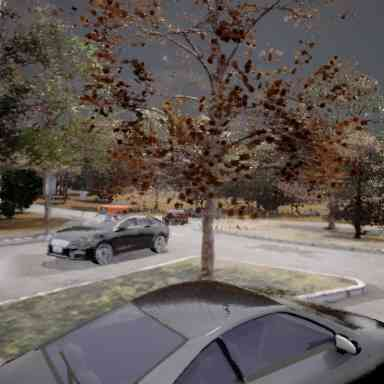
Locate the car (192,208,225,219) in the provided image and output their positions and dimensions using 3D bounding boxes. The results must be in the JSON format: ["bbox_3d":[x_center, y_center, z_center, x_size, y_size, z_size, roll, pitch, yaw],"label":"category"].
[{"bbox_3d":[2.010,2.959,46.364,5.357,1.411,2.033,4,-2,-25],"label":"car"}]

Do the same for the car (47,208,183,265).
[{"bbox_3d":[-2.650,1.487,11.734,2.128,1.511,4.902,2,-1,30],"label":"car"}]

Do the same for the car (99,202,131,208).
[{"bbox_3d":[-10.180,2.071,44.555,4.553,1.767,2.097,3,-2,3],"label":"car"}]

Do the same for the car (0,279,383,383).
[{"bbox_3d":[0.422,1.594,3.146,4.181,1.385,1.994,1,-1,-35],"label":"car"}]

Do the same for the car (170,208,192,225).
[{"bbox_3d":[-1.421,2.166,30.693,1.882,1.535,5.008,2,-2,5],"label":"car"}]
